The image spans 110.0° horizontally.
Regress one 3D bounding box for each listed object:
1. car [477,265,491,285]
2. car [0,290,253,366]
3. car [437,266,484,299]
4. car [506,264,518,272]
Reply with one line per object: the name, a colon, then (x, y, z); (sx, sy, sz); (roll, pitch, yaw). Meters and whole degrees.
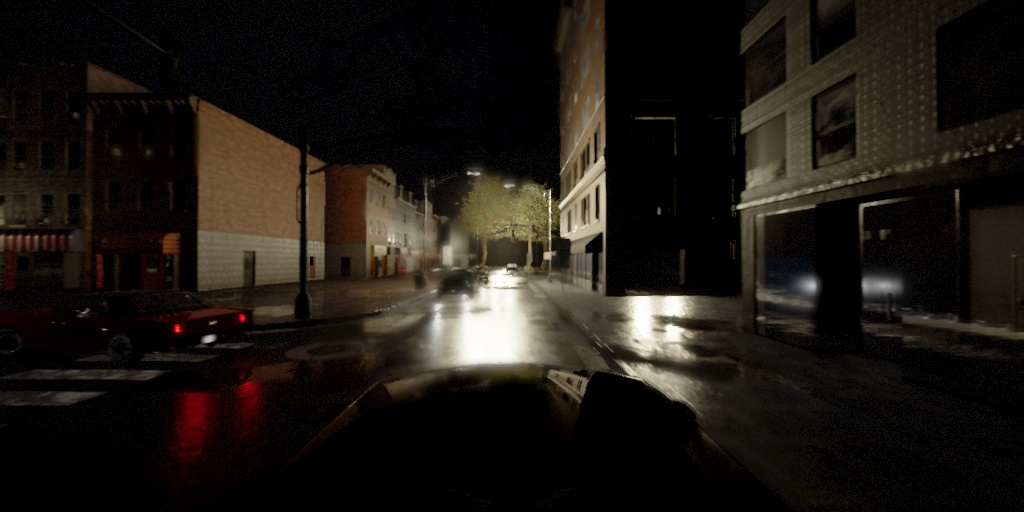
car: (-2.810, 1.544, 29.840); (1.837, 1.490, 4.892); (0, -1, 0)
car: (-8.306, 1.386, 7.654); (4.718, 1.301, 1.895); (0, -1, 10)
car: (-2.829, 1.462, 19.777); (1.812, 1.442, 4.674); (0, -1, 1)
car: (0.013, 1.969, 58.697); (1.895, 1.301, 4.718); (0, -1, 0)
